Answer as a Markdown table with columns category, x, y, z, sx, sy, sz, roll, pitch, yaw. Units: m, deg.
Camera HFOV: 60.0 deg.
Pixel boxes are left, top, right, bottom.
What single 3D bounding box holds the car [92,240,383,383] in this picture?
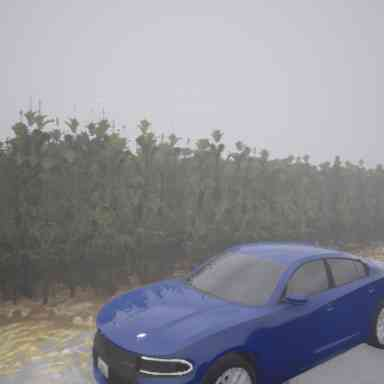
| category | x | y | z | sx | sy | sz | roll | pitch | yaw |
| --- | --- | --- | --- | --- | --- | --- | --- | --- | --- |
| car | 1.138 | 1.519 | 4.799 | 5.008 | 1.535 | 1.882 | 1 | -1 | -36 |
